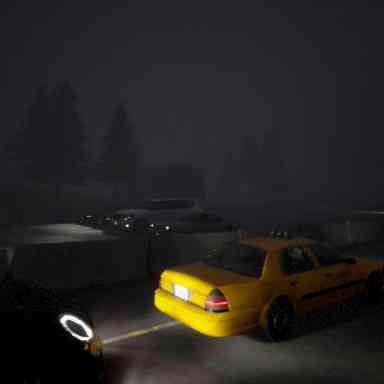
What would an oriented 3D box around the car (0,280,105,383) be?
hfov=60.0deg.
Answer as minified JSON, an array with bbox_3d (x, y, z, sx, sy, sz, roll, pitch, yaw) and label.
[{"bbox_3d":[-3.139,1.358,2.912,4.553,1.767,2.097,1,-1,-36],"label":"car"}]

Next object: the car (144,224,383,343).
[{"bbox_3d":[1.924,1.520,6.542,5.366,1.575,1.801,1,-1,-36],"label":"car"}]

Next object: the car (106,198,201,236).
[{"bbox_3d":[-1.921,1.373,19.845,5.566,2.045,2.150,1,-1,-36],"label":"car"}]

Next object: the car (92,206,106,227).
[{"bbox_3d":[-4.001,1.689,22.659,4.674,1.442,1.812,1,-1,-36],"label":"car"}]

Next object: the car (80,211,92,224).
[{"bbox_3d":[-6.008,1.681,25.526,4.892,1.490,1.837,1,-1,-36],"label":"car"}]

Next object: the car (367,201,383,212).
[{"bbox_3d":[28.389,2.175,50.136,4.892,1.490,1.837,1,-1,-35],"label":"car"}]

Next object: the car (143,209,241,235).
[{"bbox_3d":[0.197,1.741,17.056,4.718,1.301,1.895,1,-1,-36],"label":"car"}]
